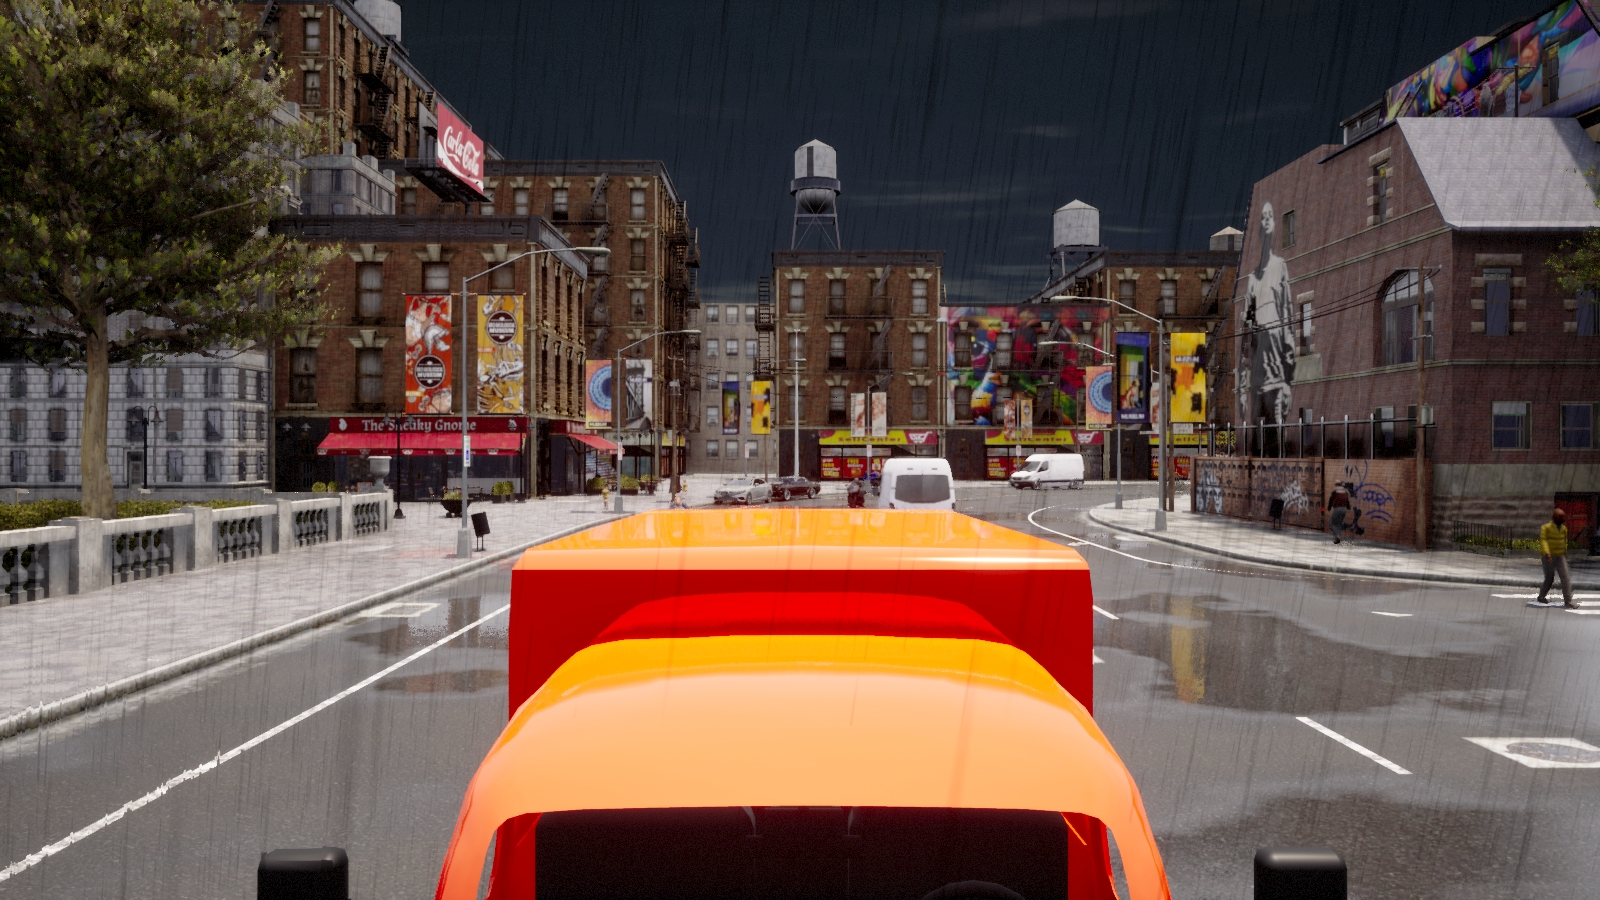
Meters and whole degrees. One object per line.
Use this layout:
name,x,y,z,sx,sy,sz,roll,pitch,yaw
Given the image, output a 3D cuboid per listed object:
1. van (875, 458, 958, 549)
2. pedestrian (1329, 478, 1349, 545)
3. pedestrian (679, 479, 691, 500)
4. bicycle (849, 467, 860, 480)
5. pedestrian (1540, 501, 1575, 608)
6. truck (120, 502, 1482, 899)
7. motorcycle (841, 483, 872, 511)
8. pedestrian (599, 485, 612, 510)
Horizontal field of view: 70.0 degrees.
van,3.528,1.548,35.594,1.988,2.561,5.915,0,0,0
pedestrian,15.022,1.709,31.844,0.375,1.860,0.375,0,0,0
pedestrian,-6.171,2.100,61.238,0.500,1.100,0.500,0,0,22
bicycle,5.253,2.248,109.413,0.373,1.196,1.643,1,0,28
pedestrian,13.519,1.857,20.392,0.375,1.860,0.375,0,0,-1
truck,-0.002,1.571,4.805,2.627,2.467,5.204,0,0,0
motorcycle,2.734,2.226,54.939,0.867,1.251,2.209,0,0,19
pedestrian,-8.606,2.096,50.633,0.500,1.100,0.500,0,0,-1
